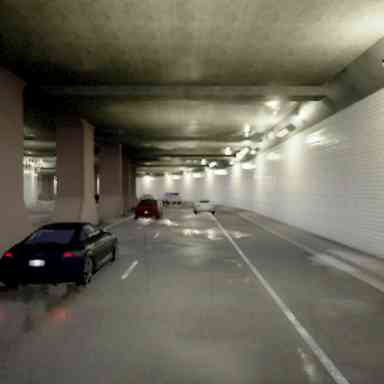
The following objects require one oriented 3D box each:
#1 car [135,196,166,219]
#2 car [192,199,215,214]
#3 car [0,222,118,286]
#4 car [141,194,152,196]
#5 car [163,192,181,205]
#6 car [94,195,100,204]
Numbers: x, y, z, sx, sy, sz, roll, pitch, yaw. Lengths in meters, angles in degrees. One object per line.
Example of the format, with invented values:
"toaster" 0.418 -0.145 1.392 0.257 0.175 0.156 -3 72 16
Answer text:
"car" -3.447 1.338 27.194 1.882 1.535 5.008 0 0 -1
"car" 1.126 1.361 32.240 1.812 1.442 4.674 0 0 -3
"car" -3.399 1.516 9.296 1.994 1.385 4.181 0 0 0
"car" -9.395 1.078 69.092 1.812 1.442 4.674 0 0 -26
"car" -3.275 0.952 52.656 2.150 2.045 5.566 0 0 -16
"car" -15.379 1.220 55.701 1.837 1.490 4.892 0 1 -18
